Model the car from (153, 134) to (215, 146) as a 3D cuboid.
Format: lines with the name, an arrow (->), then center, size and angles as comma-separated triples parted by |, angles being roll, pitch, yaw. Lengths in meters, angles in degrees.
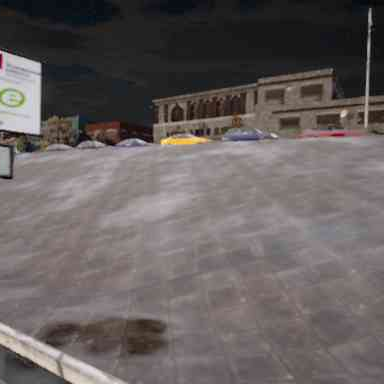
car -> -0.320, -3.980, 27.368 | 5.008, 1.535, 2.097 | 2, 1, 32

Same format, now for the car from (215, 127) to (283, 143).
car -> 4.435, -3.936, 24.553 | 4.553, 1.767, 2.185 | 2, 1, 31

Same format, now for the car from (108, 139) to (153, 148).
car -> -5.031, -4.109, 30.295 | 4.674, 1.452, 2.002 | 2, 1, 33

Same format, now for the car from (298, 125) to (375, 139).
car -> 9.425, -3.607, 21.755 | 4.792, 1.488, 2.163 | 2, 1, 29

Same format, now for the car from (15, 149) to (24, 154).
car -> -23.283, -4.852, 42.574 | 4.553, 1.767, 2.185 | 2, 1, 34

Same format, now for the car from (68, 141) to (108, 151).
car -> -9.677, -4.314, 33.322 | 4.892, 1.521, 2.231 | 2, 1, 34

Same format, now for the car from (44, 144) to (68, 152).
car -> -14.243, -4.460, 36.420 | 4.892, 1.521, 2.231 | 2, 1, 34
